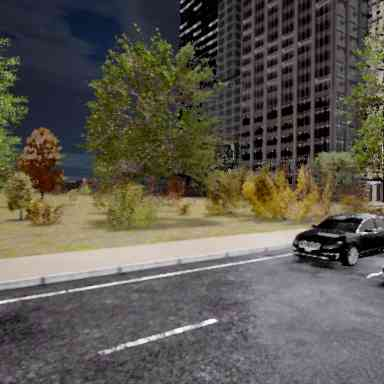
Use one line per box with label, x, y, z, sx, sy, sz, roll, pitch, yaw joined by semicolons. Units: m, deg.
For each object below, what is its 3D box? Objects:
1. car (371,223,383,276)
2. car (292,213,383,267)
car;6.722;1.553;8.483;4.674;1.442;1.812;0;0;-35
car;5.548;1.534;11.638;4.892;1.490;1.837;0;0;-36
